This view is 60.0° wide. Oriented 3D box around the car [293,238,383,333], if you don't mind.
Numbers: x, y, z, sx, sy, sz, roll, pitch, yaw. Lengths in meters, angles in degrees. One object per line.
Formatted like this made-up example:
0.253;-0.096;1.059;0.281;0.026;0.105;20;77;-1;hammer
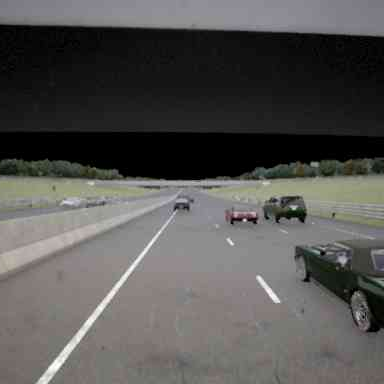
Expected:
3.592;1.587;6.683;1.895;1.301;4.718;0;0;0;car

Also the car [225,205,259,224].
3.530;1.615;24.508;1.895;1.301;4.718;0;0;0;car

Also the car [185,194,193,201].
-0.825;1.496;89.761;2.097;1.767;4.553;0;0;-1;car

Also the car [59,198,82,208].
-17.825;1.630;49.057;1.812;1.442;4.674;0;0;0;car

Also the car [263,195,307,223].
7.024;1.239;25.606;2.150;2.045;5.566;0;0;0;car

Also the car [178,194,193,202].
-1.321;1.330;50.325;2.150;2.045;5.566;0;0;-1;car

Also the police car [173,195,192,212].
-1.227;1.492;40.396;1.930;1.638;5.238;0;0;0;police car

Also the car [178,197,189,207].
-1.386;1.611;56.299;1.882;1.535;5.008;0;0;-1;car

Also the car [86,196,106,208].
-14.334;1.461;50.248;2.097;1.767;4.553;0;0;0;car

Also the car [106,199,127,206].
-10.829;1.669;49.345;1.994;1.385;4.181;0;0;0;car
